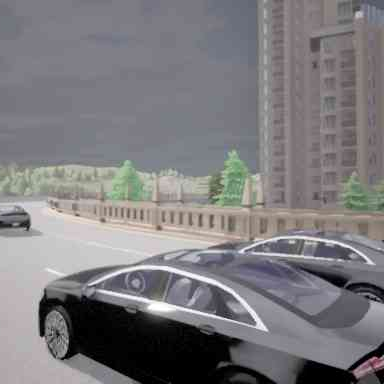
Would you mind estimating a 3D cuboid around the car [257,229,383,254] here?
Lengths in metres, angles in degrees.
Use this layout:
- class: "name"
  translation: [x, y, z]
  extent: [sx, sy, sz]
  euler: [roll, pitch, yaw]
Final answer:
- class: "car"
  translation: [2.232, 1.519, 6.889]
  extent: [4.902, 1.511, 2.128]
  euler: [0, 0, 37]

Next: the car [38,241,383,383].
- class: "car"
  translation: [-0.090, 1.505, 4.272]
  extent: [4.902, 1.511, 2.128]
  euler: [0, 0, 37]

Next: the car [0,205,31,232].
- class: "car"
  translation: [-10.906, 1.506, 19.462]
  extent: [2.128, 1.511, 4.902]
  euler: [0, 0, -41]
